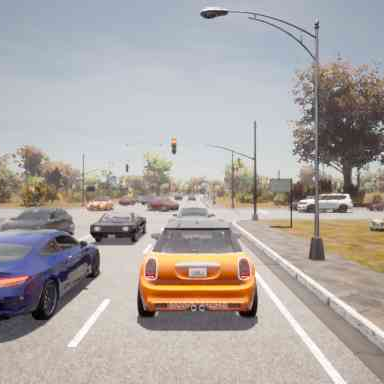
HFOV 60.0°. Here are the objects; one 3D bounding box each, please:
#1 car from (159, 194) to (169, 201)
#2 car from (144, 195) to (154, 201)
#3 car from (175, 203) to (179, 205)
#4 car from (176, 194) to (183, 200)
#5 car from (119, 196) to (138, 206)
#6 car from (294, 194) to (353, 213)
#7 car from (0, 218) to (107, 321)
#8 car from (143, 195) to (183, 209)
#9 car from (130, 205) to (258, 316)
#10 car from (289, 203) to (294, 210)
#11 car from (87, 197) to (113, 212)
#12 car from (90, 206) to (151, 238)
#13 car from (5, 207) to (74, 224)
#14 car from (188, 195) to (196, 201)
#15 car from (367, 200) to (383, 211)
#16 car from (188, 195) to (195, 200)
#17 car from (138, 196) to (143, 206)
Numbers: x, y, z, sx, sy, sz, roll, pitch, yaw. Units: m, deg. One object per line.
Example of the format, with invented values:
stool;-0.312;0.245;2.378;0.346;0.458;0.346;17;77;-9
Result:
car;-7.042;1.355;82.795;2.097;1.767;4.553;0;0;0
car;-10.542;1.500;81.524;1.837;1.490;4.892;0;0;0
car;0.091;1.505;16.605;1.837;1.490;4.892;0;0;0
car;-3.505;1.374;95.025;1.812;1.442;4.674;0;0;1
car;-10.617;1.478;54.148;1.882;1.535;5.008;0;0;0
car;14.447;1.221;36.110;5.566;2.045;2.150;0;0;3
car;-3.404;1.526;7.180;1.812;1.442;4.674;0;0;0
car;-3.362;1.477;38.303;1.882;1.535;5.008;-1;0;-36
car;0.096;1.352;7.647;2.097;1.767;4.553;0;0;0
car;14.064;1.505;39.639;4.892;1.490;1.837;0;0;3
car;-10.620;1.352;38.641;2.097;1.767;4.553;0;0;0
car;-3.409;1.601;16.338;1.895;1.301;4.718;0;0;0
car;-7.109;1.505;15.684;1.837;1.490;4.892;0;0;0
car;-0.041;1.552;84.748;1.994;1.385;4.181;0;0;0
car;22.954;1.556;39.160;4.181;1.385;1.994;0;0;3
car;-0.007;1.595;94.785;1.895;1.301;4.718;0;0;1
car;-7.117;1.601;54.600;1.895;1.301;4.718;0;0;0
